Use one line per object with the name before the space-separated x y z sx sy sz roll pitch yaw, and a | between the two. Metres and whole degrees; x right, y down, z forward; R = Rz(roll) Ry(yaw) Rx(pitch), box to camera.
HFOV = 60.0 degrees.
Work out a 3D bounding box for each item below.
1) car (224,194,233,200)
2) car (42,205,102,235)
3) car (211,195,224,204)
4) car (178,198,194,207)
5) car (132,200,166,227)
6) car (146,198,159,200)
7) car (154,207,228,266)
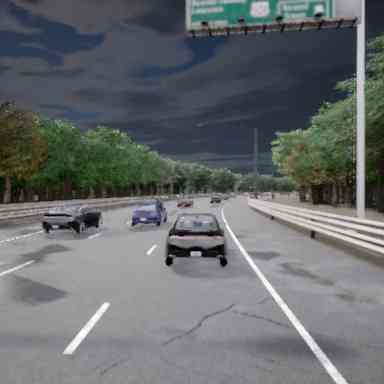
car | 8.639 1.395 86.479 2.128 1.511 4.902 0 0 12
car | -6.512 1.454 18.598 2.128 1.511 4.902 1 0 3
car | 4.653 1.439 63.336 1.837 1.490 4.892 0 0 8
car | -0.833 1.543 48.322 1.895 1.301 4.718 0 0 7
car | -2.815 1.497 22.472 1.812 1.442 4.674 0 0 3
car | -5.005 1.490 42.390 2.033 1.411 5.357 0 0 6
car | 0.174 1.482 11.509 2.128 1.511 4.902 0 0 2
